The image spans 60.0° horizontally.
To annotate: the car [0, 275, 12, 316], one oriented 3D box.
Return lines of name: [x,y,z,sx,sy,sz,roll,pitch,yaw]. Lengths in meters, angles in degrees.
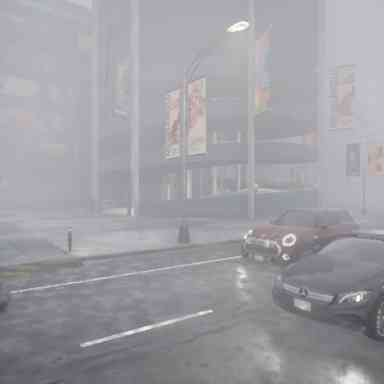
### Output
car: [-5.469,1.547,4.393,5.357,1.411,2.033,0,0,-36]

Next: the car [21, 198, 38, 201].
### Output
car: [-25.528,1.463,52.433,1.895,1.301,4.718,0,0,-36]

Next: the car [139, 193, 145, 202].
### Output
car: [-11.022,1.028,63.943,2.435,2.045,5.566,0,0,-36]

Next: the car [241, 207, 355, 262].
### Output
car: [3.771,1.351,11.098,4.553,1.767,2.097,0,0,-36]

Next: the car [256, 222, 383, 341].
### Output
car: [3.628,1.526,6.647,4.674,1.442,1.812,0,0,-36]
